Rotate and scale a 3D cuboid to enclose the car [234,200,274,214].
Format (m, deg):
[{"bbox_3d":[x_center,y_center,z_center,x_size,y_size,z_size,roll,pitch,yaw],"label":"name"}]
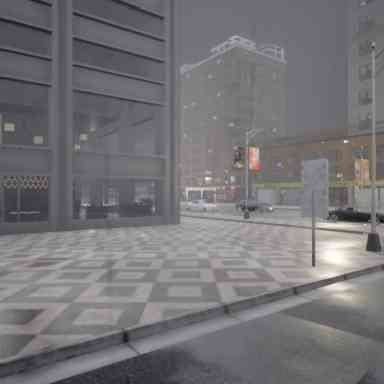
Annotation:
[{"bbox_3d":[6.762,1.584,36.403,2.128,1.511,4.902,0,0,-36],"label":"car"}]

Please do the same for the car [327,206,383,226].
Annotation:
[{"bbox_3d":[11.859,1.642,23.635,1.895,1.301,4.718,0,0,-33],"label":"car"}]

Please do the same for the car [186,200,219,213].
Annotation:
[{"bbox_3d":[1.130,1.636,38.657,1.812,1.442,4.674,0,0,-36],"label":"car"}]
